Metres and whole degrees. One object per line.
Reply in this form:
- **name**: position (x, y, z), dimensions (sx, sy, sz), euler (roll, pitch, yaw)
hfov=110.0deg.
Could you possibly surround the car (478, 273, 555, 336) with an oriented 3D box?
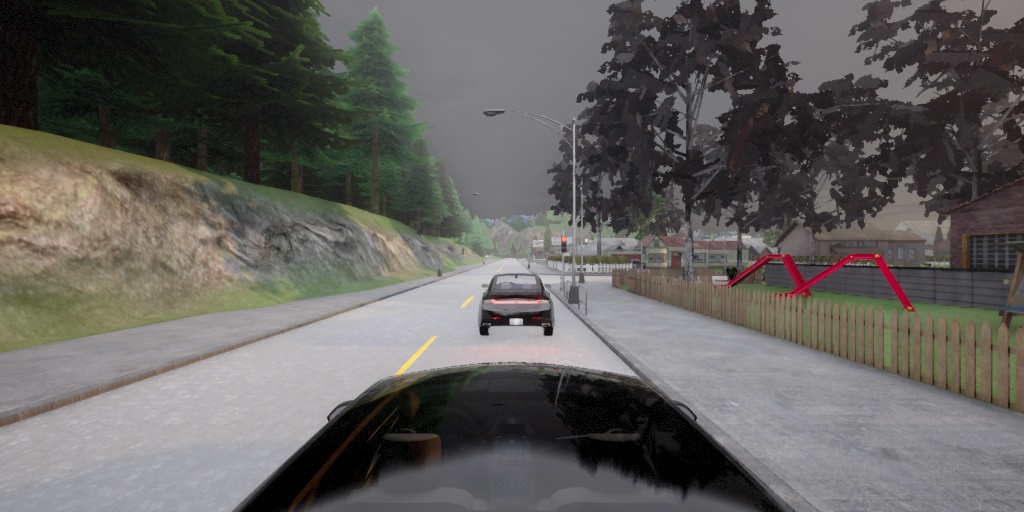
- **car**: position (0.125, 1.242, 10.364), dimensions (2.128, 1.511, 4.902), euler (0, 0, 1)
